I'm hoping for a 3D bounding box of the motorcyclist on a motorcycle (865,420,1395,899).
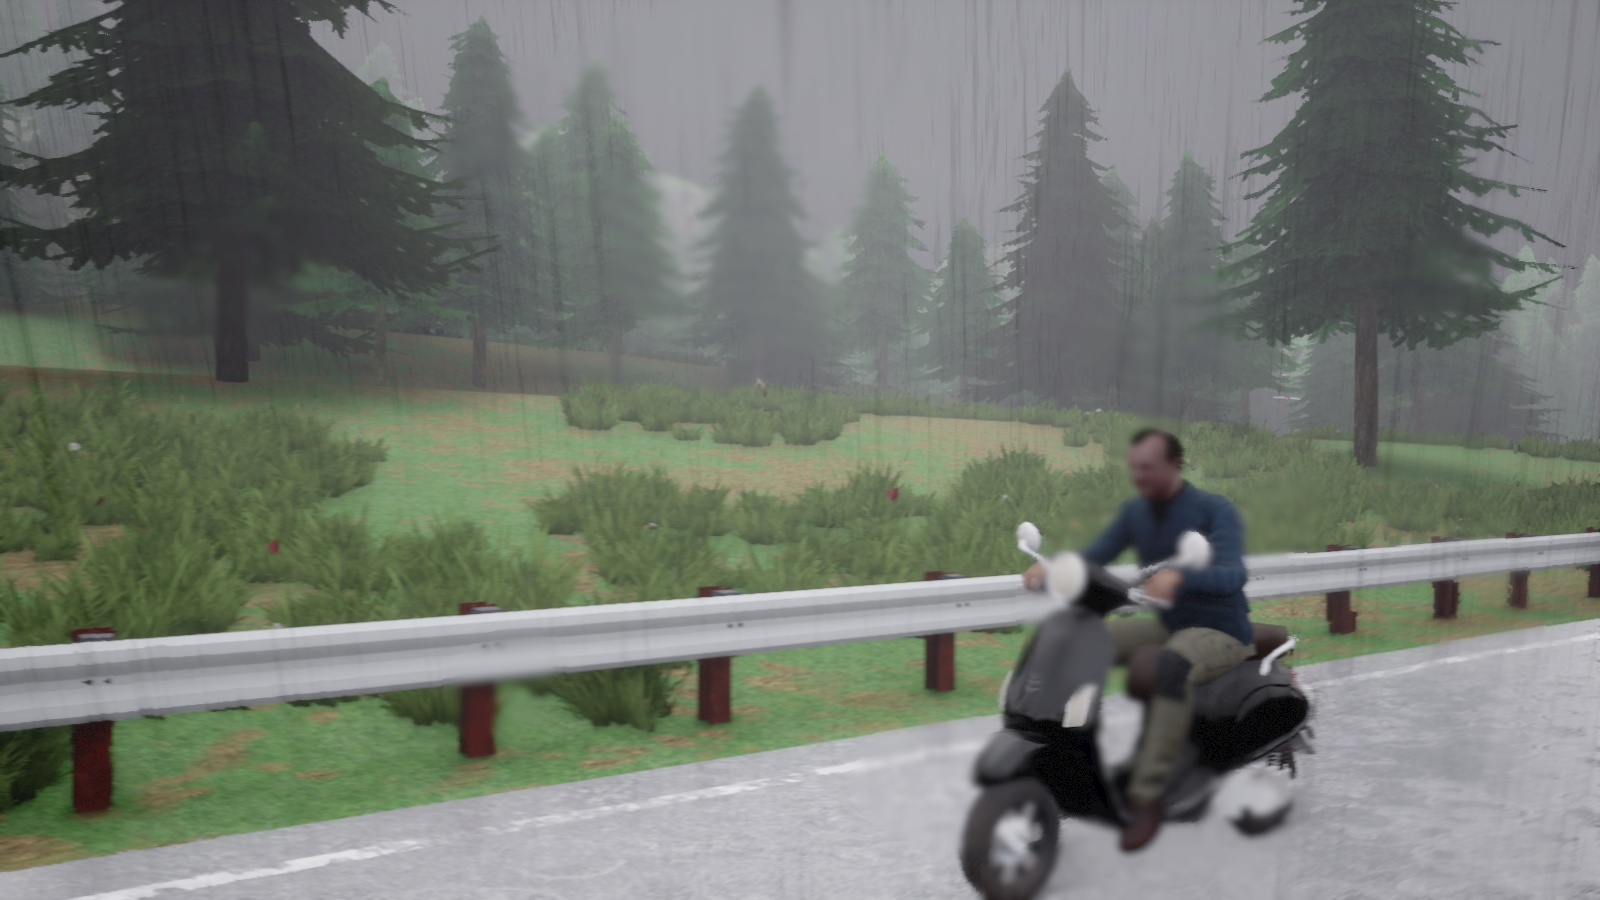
[{"bbox_3d":[1.219,0.709,4.507,1.817,1.590,0.866,0,0,-35],"label":"motorcyclist on a motorcycle"}]
